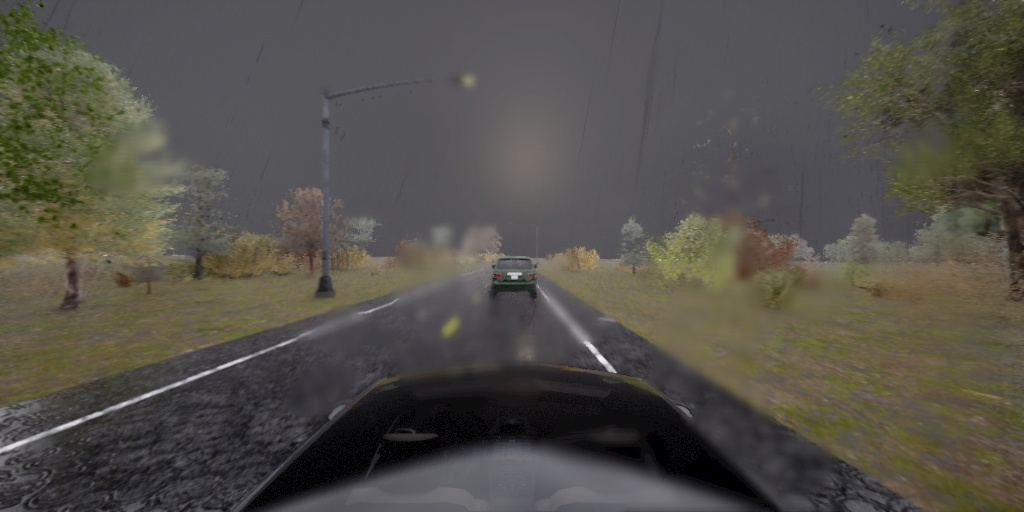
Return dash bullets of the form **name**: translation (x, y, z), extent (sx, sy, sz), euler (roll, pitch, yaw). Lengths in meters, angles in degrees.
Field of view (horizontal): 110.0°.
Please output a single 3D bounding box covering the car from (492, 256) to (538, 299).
- **car**: translation (0.130, 1.036, 18.653), extent (2.150, 2.045, 5.566), euler (0, 0, 0)
